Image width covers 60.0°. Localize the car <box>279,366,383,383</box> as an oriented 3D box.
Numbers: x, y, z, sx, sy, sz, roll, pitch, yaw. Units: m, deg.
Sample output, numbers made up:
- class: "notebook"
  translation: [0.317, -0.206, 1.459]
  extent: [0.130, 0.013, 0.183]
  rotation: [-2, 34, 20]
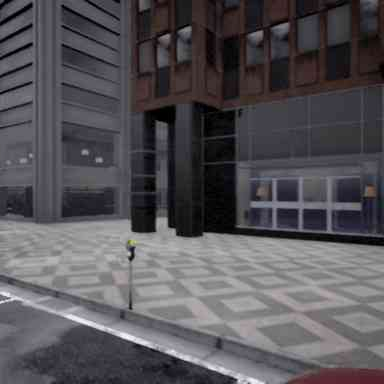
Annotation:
- class: "car"
  translation: [2.263, 1.576, 1.346]
  extent: [4.206, 1.307, 1.802]
  rotation: [0, 0, 35]
